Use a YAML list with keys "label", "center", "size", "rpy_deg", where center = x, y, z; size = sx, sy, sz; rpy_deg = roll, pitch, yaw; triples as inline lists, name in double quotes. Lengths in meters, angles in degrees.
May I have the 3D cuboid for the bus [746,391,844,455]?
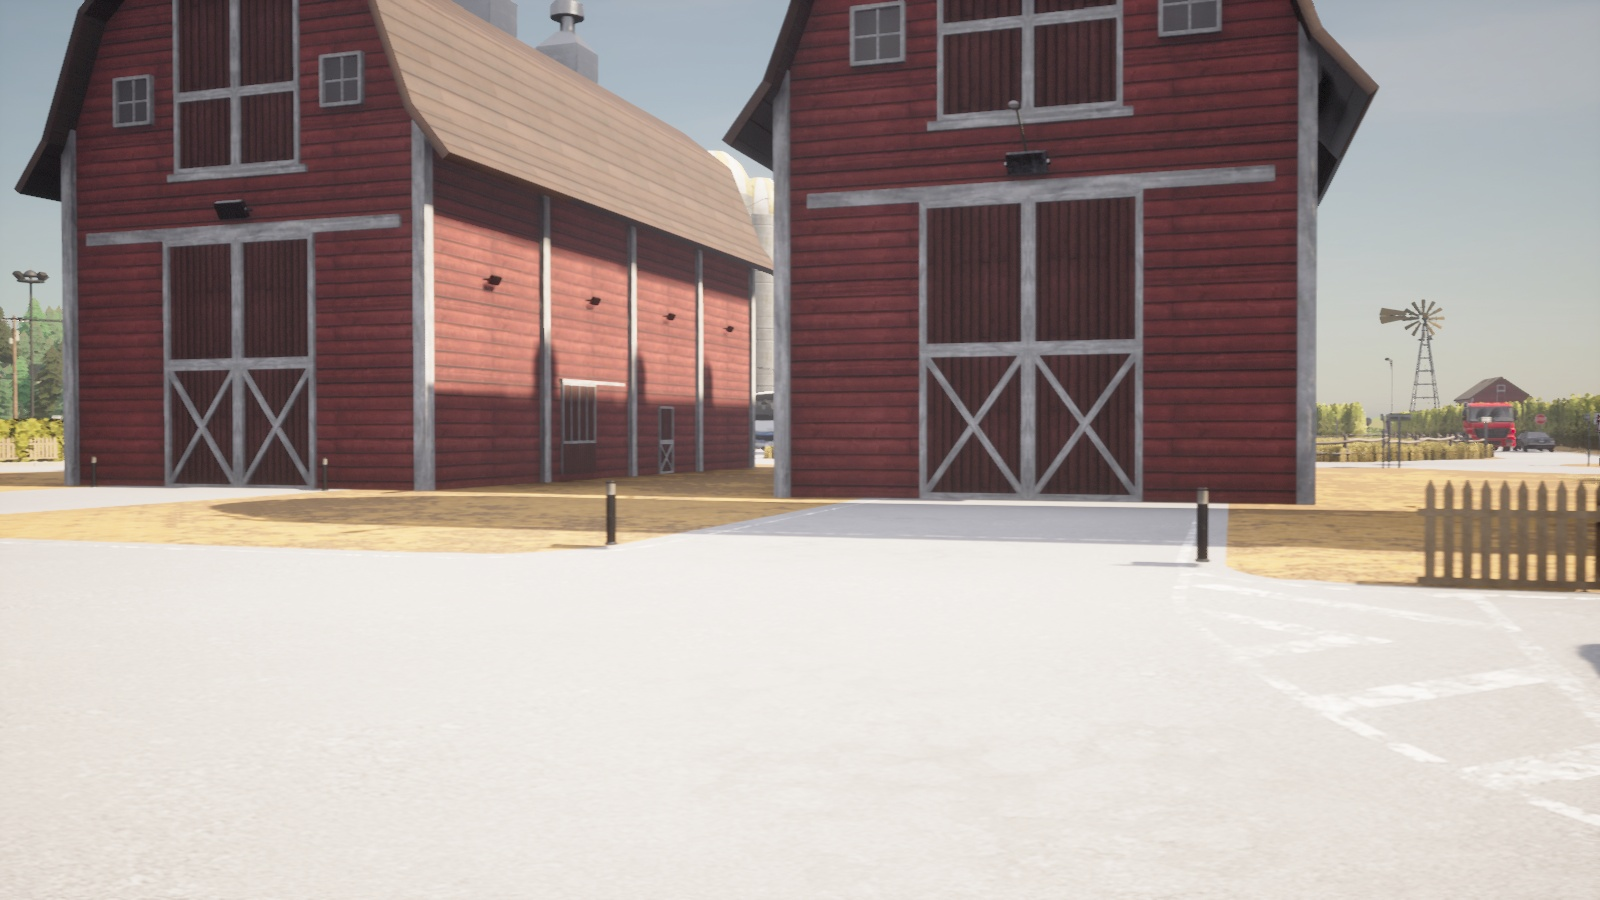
- label: "bus"
  center: [-0.201, -1.890, 89.551]
  size: [3.944, 4.253, 10.273]
  rpy_deg: [1, 1, 18]
